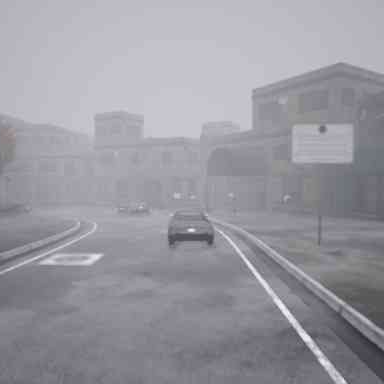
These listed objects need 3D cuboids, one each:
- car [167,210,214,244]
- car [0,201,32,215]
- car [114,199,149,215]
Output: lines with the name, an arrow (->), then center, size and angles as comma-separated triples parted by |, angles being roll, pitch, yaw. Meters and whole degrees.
car -> -0.137, 1.509, 15.518 | 1.994, 1.385, 4.181 | 0, 0, -3
car -> -20.066, 1.734, 36.650 | 4.902, 1.511, 2.128 | -2, 2, 13
car -> -5.847, 1.390, 31.730 | 1.994, 1.385, 4.181 | -2, 2, -38
